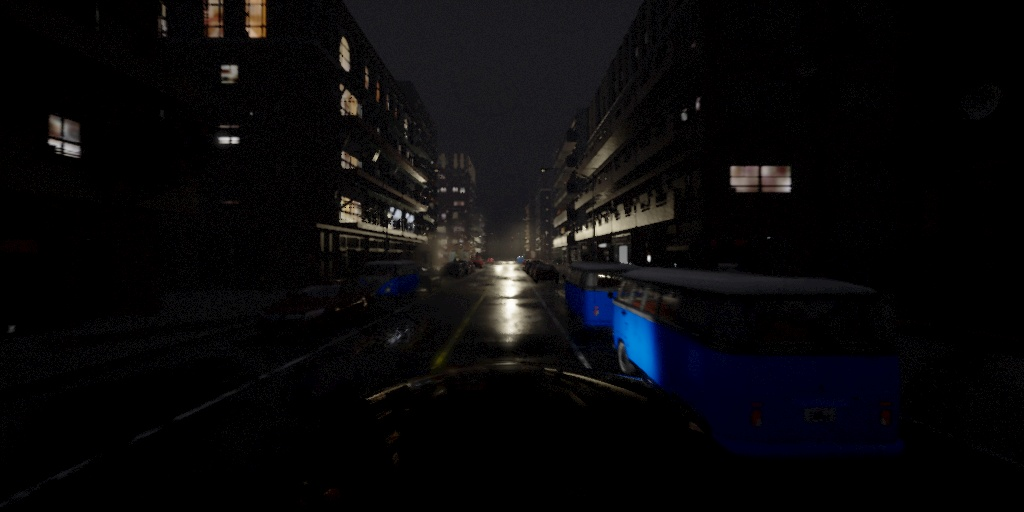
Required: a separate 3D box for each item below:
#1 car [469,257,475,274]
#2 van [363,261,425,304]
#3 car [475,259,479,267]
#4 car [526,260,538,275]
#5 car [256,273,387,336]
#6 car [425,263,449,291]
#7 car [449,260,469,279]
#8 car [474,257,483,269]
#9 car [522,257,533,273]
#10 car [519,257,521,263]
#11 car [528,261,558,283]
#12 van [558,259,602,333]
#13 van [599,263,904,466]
[{"bbox_3d":[-5.424,1.200,38.375,1.967,1.591,4.097,0,0,0],"label":"car"},{"bbox_3d":[-5.352,1.106,15.998,1.690,1.789,3.998,0,0,0],"label":"van"},{"bbox_3d":[-5.442,1.341,43.969,1.802,1.307,4.207,0,0,0],"label":"car"},{"bbox_3d":[2.474,1.321,32.806,1.802,1.307,4.207,0,0,0],"label":"car"},{"bbox_3d":[-5.334,1.347,10.404,1.802,1.307,4.207,0,0,0],"label":"car"},{"bbox_3d":[-5.370,1.315,21.592,2.007,1.370,4.403,0,0,0],"label":"car"},{"bbox_3d":[-5.406,1.328,32.781,1.948,1.339,4.313,0,0,0],"label":"car"},{"bbox_3d":[-5.478,1.069,55.158,2.192,1.841,5.009,0,0,0],"label":"car"},{"bbox_3d":[2.456,1.177,38.400,1.967,1.591,4.097,0,0,0],"label":"car"},{"bbox_3d":[2.420,1.174,49.589,1.967,1.591,4.097,0,0,0],"label":"car"},{"bbox_3d":[2.492,1.285,27.212,1.888,1.381,4.507,0,0,0],"label":"car"},{"bbox_3d":[2.546,1.083,10.429,1.690,1.789,3.998,0,0,0],"label":"van"},{"bbox_3d":[2.564,1.083,4.835,1.690,1.789,3.998,0,0,0],"label":"van"}]
